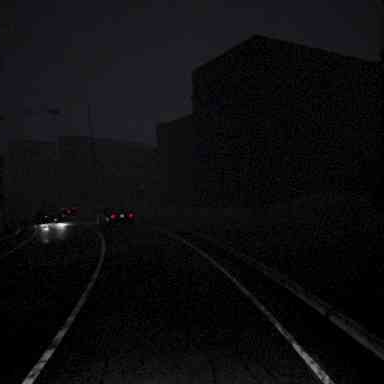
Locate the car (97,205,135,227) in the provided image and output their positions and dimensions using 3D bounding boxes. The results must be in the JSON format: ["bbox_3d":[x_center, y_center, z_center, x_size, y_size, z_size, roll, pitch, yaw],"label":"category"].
[{"bbox_3d":[-5.643,1.682,24.256,2.033,1.411,5.357,-2,0,-24],"label":"car"}]

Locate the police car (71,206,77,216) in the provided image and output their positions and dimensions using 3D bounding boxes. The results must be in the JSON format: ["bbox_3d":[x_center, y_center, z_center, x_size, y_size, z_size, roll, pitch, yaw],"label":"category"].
[{"bbox_3d":[-15.373,2.079,39.080,2.038,1.542,4.974,-3,1,-40],"label":"police car"}]

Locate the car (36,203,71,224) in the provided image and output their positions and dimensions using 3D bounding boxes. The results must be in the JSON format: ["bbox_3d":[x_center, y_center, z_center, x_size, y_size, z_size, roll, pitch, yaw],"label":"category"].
[{"bbox_3d":[-12.625,1.992,29.530,2.033,1.411,5.357,-2,-1,-32],"label":"car"}]
